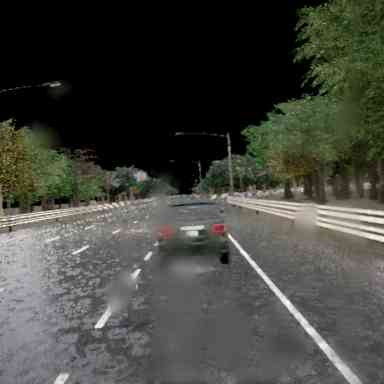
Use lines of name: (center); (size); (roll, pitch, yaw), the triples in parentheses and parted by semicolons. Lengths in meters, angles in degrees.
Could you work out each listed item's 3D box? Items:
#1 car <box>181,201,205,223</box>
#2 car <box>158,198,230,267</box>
car: (0.076, 1.642, 28.584); (1.812, 1.442, 4.674); (-4, 0, 0)
car: (0.029, 1.266, 11.991); (2.150, 2.045, 5.566); (-4, 0, 0)
